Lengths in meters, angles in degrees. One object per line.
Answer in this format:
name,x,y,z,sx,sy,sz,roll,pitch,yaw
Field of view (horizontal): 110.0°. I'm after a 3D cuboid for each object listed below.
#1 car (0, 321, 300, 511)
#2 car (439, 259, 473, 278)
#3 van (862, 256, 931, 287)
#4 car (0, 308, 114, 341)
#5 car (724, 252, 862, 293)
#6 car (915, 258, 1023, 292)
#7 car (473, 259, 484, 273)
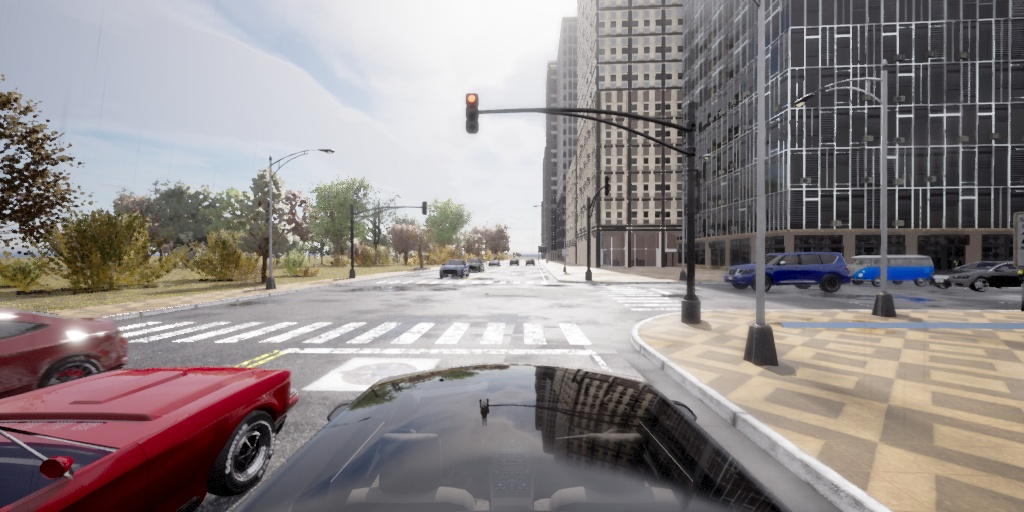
car,-3.118,1.351,1.547,1.895,1.301,4.718,0,0,0
car,-5.277,1.096,33.216,2.097,1.767,4.553,0,0,2
van,22.094,0.856,21.091,3.998,1.789,1.690,0,0,4
car,-6.548,1.275,3.334,1.812,1.442,4.674,0,0,0
car,14.383,0.810,18.898,5.566,2.045,2.150,0,0,4
car,24.367,0.997,18.212,4.902,1.511,2.128,0,0,4
car,-4.666,1.101,43.951,2.097,1.767,4.553,0,0,3
